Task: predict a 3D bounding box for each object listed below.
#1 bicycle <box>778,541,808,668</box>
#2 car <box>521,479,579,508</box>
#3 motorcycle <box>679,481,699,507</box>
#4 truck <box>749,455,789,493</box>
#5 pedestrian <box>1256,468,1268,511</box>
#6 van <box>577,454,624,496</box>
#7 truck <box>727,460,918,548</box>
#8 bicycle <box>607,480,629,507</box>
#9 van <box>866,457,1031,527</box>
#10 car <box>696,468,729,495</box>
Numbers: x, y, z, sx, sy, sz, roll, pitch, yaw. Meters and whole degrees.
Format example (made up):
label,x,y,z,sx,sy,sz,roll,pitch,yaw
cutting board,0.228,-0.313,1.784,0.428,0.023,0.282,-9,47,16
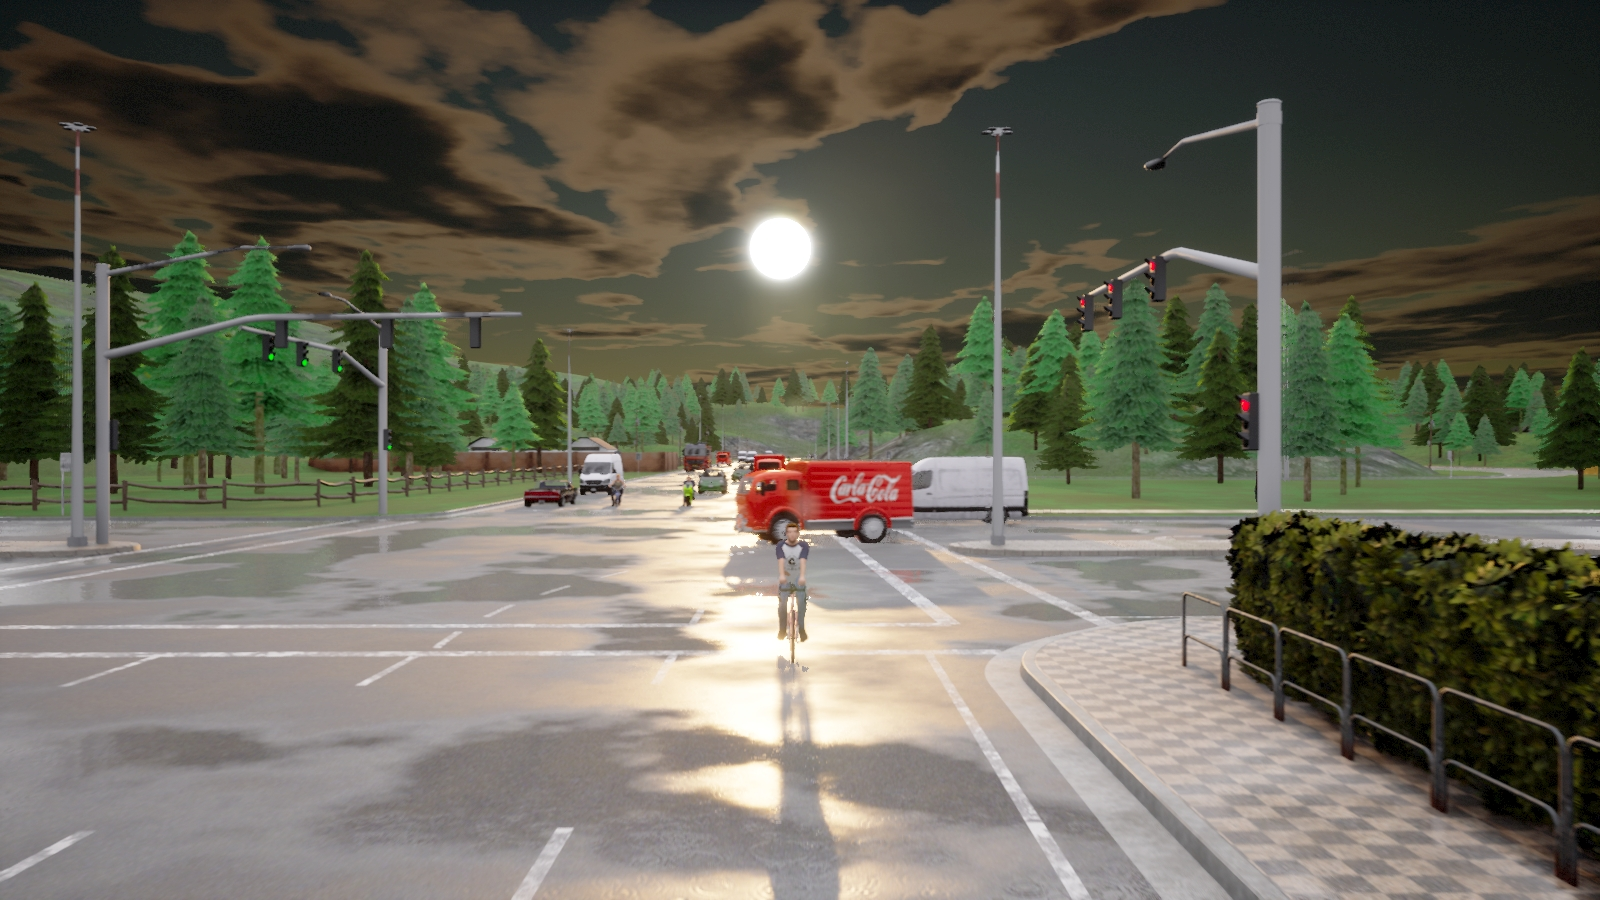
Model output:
label,x,y,z,sx,sy,sz,roll,pitch,yaw
bicycle,-0.103,2.056,15.509,0.373,1.496,1.643,0,0,-1
car,-12.505,2.156,57.451,1.895,1.301,4.718,0,0,0
motorcycle,-5.503,2.187,56.725,0.803,1.199,2.033,0,0,0
truck,-2.067,1.569,77.836,2.627,2.467,5.204,0,0,0
pedestrian,19.879,1.697,49.140,0.375,1.860,0.375,0,0,-2
van,-12.553,1.536,72.307,1.988,2.561,5.915,0,0,0
truck,0.648,1.566,34.768,5.204,2.467,2.627,0,-1,-18
bicycle,-9.000,2.159,56.421,0.859,1.277,1.487,0,0,-1
van,5.512,1.535,42.887,5.915,2.561,1.988,0,0,-1
car,-5.554,2.000,72.990,1.851,1.617,3.988,0,0,0
